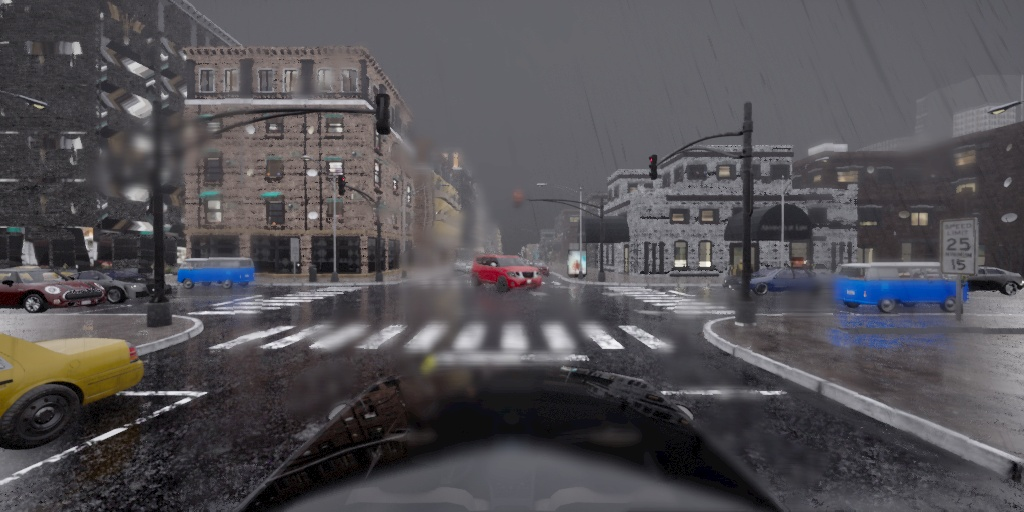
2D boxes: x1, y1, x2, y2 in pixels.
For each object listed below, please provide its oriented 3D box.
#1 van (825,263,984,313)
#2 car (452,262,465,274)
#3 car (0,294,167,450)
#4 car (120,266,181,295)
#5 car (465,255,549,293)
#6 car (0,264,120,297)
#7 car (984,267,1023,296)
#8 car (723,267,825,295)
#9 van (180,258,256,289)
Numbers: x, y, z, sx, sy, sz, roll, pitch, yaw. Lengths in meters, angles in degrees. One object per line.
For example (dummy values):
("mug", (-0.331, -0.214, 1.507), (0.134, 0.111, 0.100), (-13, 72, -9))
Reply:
("van", (14.639, 1.156, 13.538), (3.998, 1.789, 1.690), (0, 0, -1))
("car", (-5.746, 1.309, 40.894), (2.007, 1.370, 4.403), (0, 0, 0))
("car", (-5.692, 1.275, 2.573), (1.751, 1.417, 4.829), (0, 0, 0))
("car", (-17.753, 1.295, 15.835), (4.181, 1.385, 1.994), (0, 0, -1))
("car", (-0.487, 0.945, 21.034), (2.150, 2.045, 5.566), (-1, 1, -31))
("car", (-17.738, 1.190, 13.251), (4.097, 1.591, 1.967), (0, 0, -1))
("car", (24.410, 1.290, 19.408), (4.902, 1.511, 2.128), (0, 0, 0))
("car", (14.485, 1.320, 19.324), (5.357, 1.411, 2.033), (0, 0, -1))
("van", (-17.793, 1.029, 21.632), (3.998, 1.789, 1.690), (0, 0, -1))
